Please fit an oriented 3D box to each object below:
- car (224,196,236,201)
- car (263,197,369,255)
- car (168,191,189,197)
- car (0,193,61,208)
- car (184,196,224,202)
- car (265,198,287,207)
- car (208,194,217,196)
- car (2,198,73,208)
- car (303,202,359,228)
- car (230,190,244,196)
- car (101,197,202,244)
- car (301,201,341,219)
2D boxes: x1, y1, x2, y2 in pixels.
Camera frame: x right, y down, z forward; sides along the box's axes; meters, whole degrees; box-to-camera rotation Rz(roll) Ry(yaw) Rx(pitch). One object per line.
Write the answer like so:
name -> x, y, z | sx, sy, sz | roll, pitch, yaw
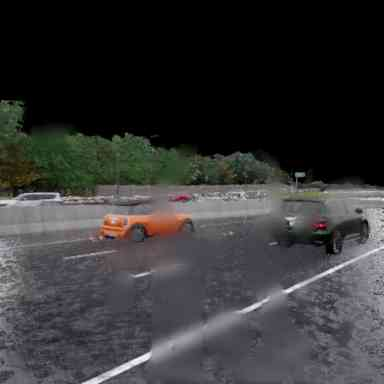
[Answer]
car -> 5.122, 1.698, 49.487 | 1.895, 1.301, 4.718 | 0, -1, 43
car -> 5.373, 1.211, 13.543 | 2.150, 2.045, 5.566 | 0, 0, 43
car -> -2.507, 0.952, 61.085 | 2.150, 2.045, 5.566 | 1, 1, 27
car -> -14.007, 1.076, 28.814 | 2.150, 2.045, 5.566 | 0, 0, 43
car -> 1.349, 1.527, 40.290 | 1.812, 1.442, 4.674 | 0, 0, 43
car -> 15.303, 1.843, 60.459 | 1.837, 1.490, 4.892 | 0, -1, 43
car -> 4.612, 1.067, 74.690 | 1.994, 1.385, 4.181 | 1, 1, 28
car -> -11.532, 1.419, 26.336 | 2.033, 1.411, 5.357 | 0, 0, 43
car -> 9.888, 1.525, 23.456 | 2.128, 1.511, 4.902 | 0, 0, 43
car -> 11.843, 0.423, 87.579 | 2.150, 2.045, 5.566 | 1, 2, 30
car -> -1.930, 1.295, 15.803 | 2.097, 1.767, 4.553 | 0, 0, 43
car -> 12.101, 1.585, 31.019 | 1.837, 1.490, 4.892 | 0, 0, 43
